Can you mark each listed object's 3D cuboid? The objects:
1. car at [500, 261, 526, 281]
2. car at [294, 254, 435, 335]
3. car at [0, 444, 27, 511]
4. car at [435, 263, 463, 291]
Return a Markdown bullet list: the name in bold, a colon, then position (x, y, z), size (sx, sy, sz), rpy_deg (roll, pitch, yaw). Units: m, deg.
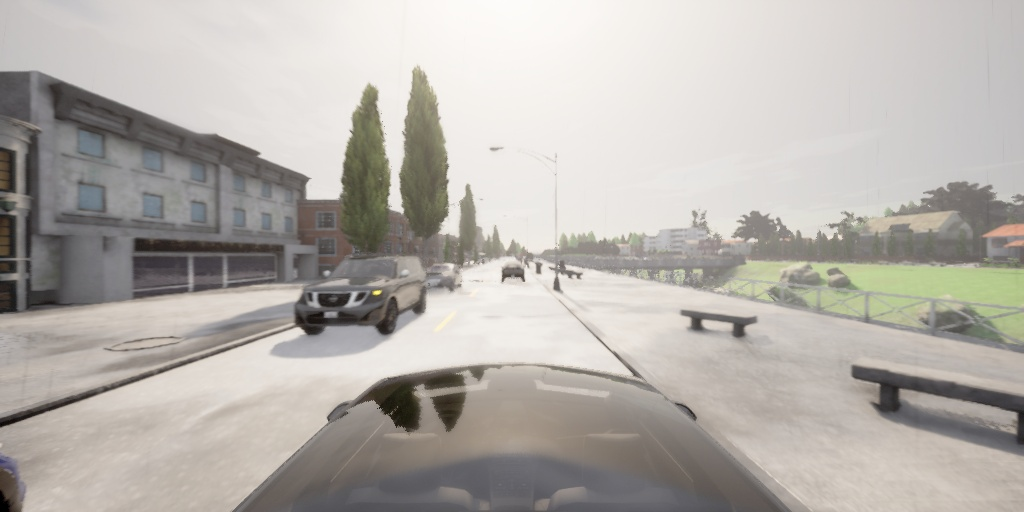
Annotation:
- **car**: position (0.089, 1.177, 28.551), size (1.837, 1.490, 4.892), rpy_deg (0, 0, 0)
- **car**: position (-4.101, 0.969, 10.884), size (2.150, 2.045, 5.566), rpy_deg (0, 0, 0)
- **car**: position (-4.099, 1.129, 0.190), size (2.097, 1.767, 4.553), rpy_deg (0, 0, 0)
- **car**: position (-4.078, 1.209, 21.309), size (2.128, 1.511, 4.902), rpy_deg (0, 0, 0)
